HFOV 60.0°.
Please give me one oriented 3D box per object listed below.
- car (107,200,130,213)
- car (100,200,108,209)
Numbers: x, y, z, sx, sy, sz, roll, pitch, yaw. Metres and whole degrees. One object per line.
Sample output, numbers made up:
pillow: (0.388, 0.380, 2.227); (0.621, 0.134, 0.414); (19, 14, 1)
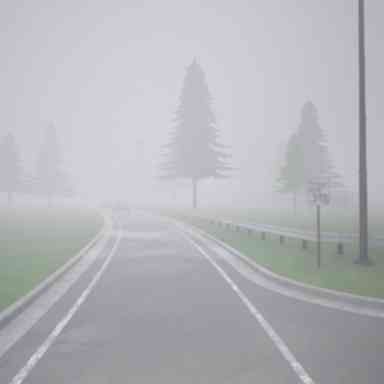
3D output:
car: (-9.246, 1.873, 42.962); (2.128, 1.511, 4.902); (0, -1, -21)
car: (-14.172, 2.072, 55.320); (1.994, 1.385, 4.181); (0, 0, -22)
